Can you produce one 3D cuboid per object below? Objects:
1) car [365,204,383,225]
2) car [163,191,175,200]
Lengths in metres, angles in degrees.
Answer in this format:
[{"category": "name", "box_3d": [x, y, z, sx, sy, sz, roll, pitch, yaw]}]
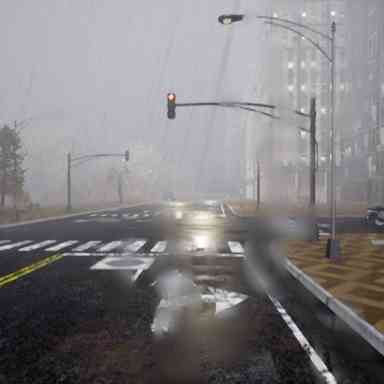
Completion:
[{"category": "car", "box_3d": [13.090, 1.340, 20.012, 4.902, 1.511, 2.128, 0, 0, 5]}, {"category": "car", "box_3d": [-5.067, 0.796, 73.790, 2.150, 2.045, 5.566, 0, 0, 4]}]
